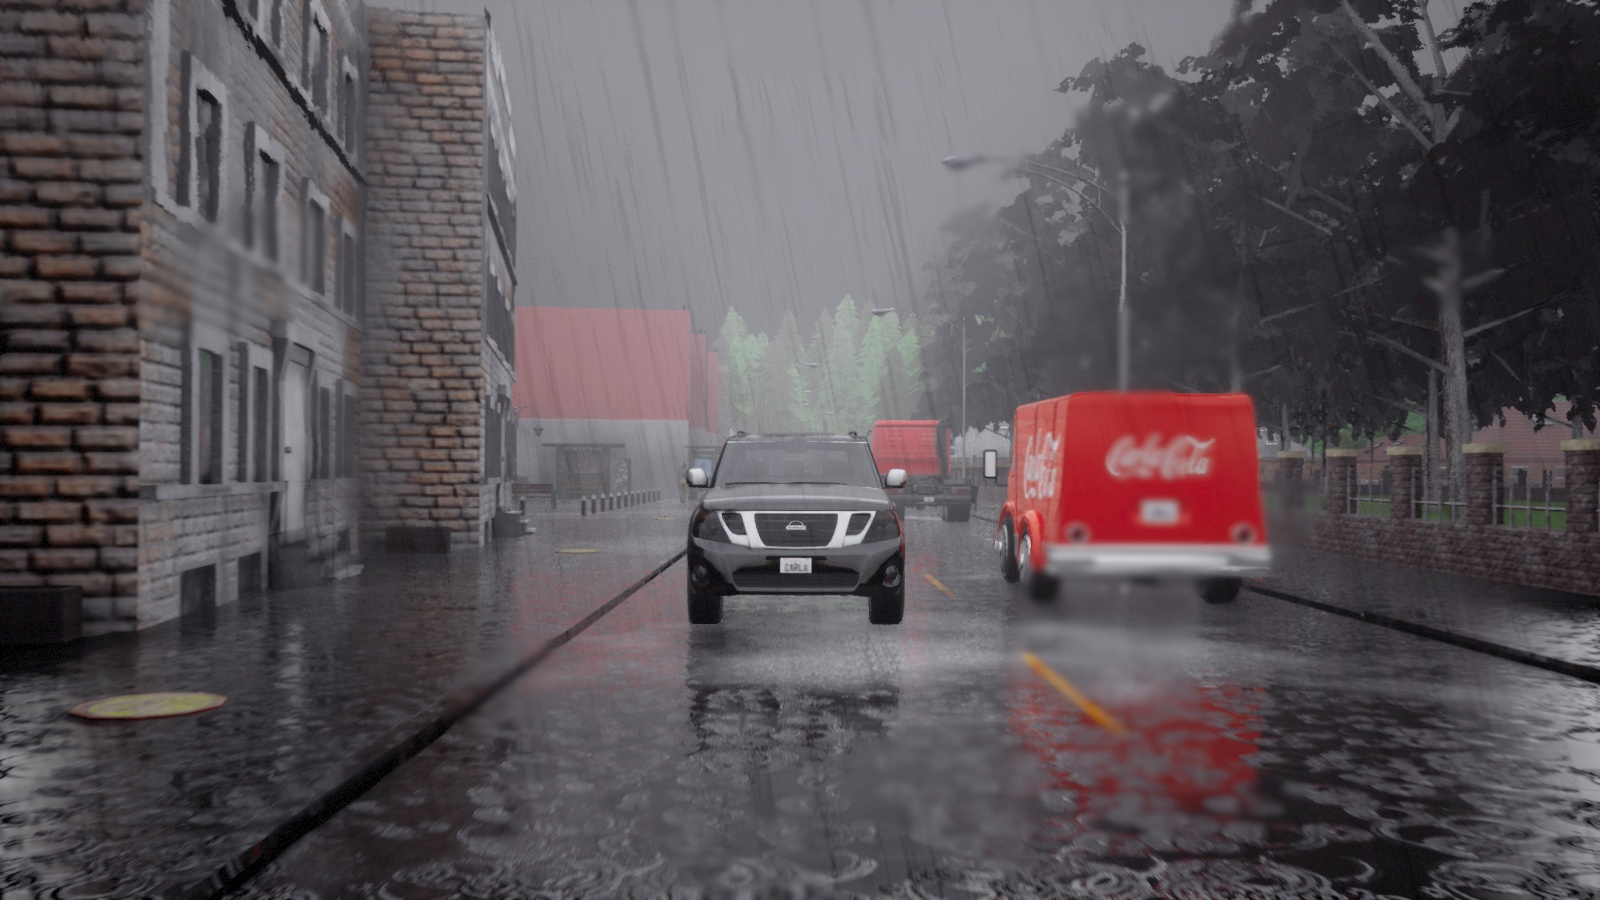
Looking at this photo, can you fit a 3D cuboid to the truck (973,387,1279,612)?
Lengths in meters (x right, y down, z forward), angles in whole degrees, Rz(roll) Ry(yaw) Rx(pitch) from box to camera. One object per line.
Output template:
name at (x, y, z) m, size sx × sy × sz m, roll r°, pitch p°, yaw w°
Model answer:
truck at (3.958, 0.588, 16.463) m, size 2.627 × 2.467 × 5.204 m, roll 0°, pitch -1°, yaw 0°

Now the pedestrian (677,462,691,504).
pedestrian at (-5.125, 1.476, 55.598) m, size 0.540 × 1.848 × 0.694 m, roll 0°, pitch -1°, yaw 1°

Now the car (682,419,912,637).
car at (-0.037, 0.778, 14.586) m, size 2.150 × 2.045 × 5.566 m, roll 0°, pitch -1°, yaw 0°

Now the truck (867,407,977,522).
truck at (3.899, 0.518, 42.024) m, size 2.891 × 3.462 × 7.936 m, roll 0°, pitch -1°, yaw 0°
